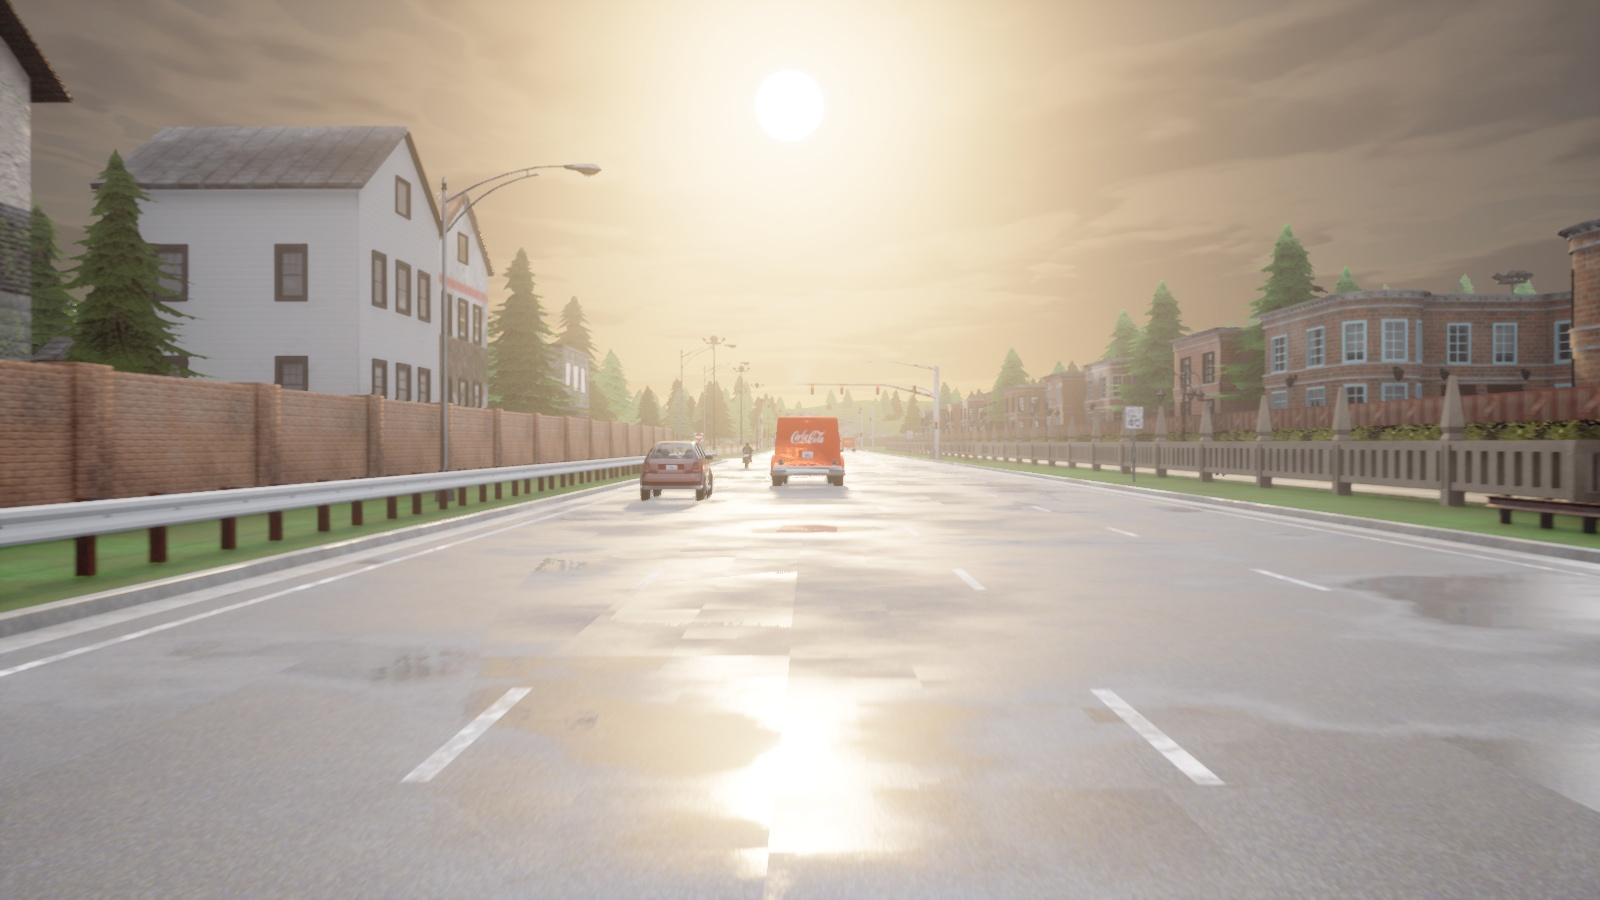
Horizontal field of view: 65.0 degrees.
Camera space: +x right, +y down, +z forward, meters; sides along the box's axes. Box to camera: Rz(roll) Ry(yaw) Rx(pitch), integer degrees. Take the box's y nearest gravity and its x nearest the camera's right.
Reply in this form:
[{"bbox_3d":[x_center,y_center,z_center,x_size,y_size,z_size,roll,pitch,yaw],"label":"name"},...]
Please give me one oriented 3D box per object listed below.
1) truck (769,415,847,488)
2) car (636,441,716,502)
[{"bbox_3d":[0.272,0.017,45.030,2.627,2.467,5.204,0,1,0],"label":"truck"},{"bbox_3d":[-3.291,0.532,33.952,1.789,1.549,3.705,0,0,0],"label":"car"}]
